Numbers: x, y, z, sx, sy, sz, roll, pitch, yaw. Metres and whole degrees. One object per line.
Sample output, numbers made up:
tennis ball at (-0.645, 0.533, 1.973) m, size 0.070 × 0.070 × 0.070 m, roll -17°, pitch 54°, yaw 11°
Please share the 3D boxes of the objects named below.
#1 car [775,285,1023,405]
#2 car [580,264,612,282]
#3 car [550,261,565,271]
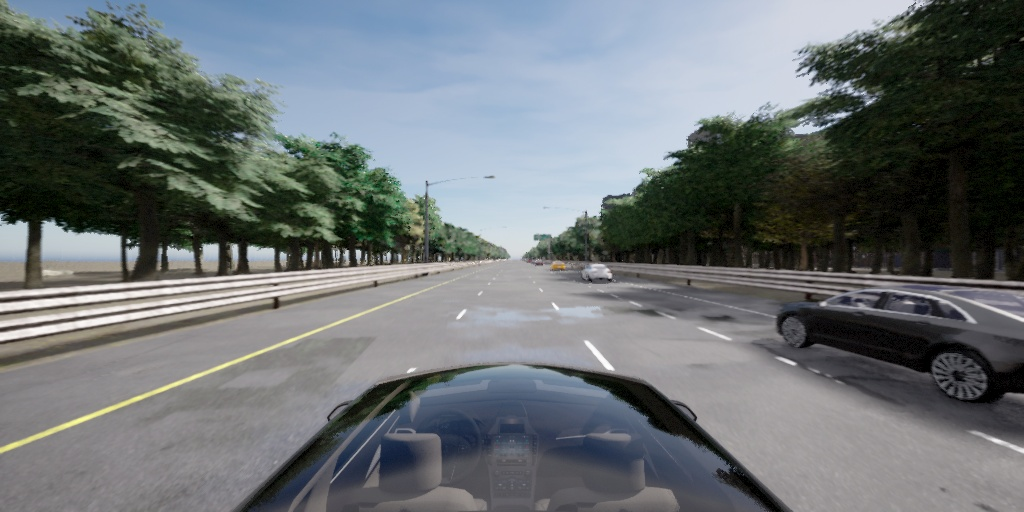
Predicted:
car at (7.000, 1.253, 6.304) m, size 2.128 × 1.511 × 4.902 m, roll 0°, pitch 0°, yaw 0°
car at (7.037, 1.409, 30.135) m, size 1.812 × 1.442 × 4.674 m, roll 0°, pitch 0°, yaw 0°
car at (7.148, 1.561, 56.173) m, size 1.882 × 1.535 × 5.008 m, roll 0°, pitch 0°, yaw 0°
